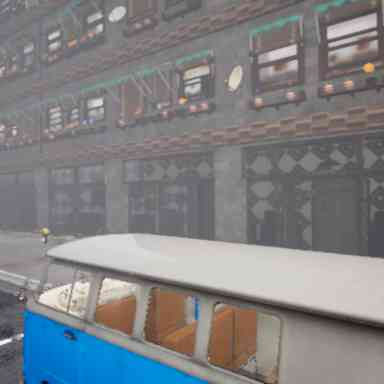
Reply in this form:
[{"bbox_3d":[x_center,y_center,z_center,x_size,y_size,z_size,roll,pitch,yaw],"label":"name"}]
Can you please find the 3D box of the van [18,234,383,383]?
[{"bbox_3d":[0.199,1.340,2.753,3.998,1.788,1.690,0,-1,36],"label":"van"}]
